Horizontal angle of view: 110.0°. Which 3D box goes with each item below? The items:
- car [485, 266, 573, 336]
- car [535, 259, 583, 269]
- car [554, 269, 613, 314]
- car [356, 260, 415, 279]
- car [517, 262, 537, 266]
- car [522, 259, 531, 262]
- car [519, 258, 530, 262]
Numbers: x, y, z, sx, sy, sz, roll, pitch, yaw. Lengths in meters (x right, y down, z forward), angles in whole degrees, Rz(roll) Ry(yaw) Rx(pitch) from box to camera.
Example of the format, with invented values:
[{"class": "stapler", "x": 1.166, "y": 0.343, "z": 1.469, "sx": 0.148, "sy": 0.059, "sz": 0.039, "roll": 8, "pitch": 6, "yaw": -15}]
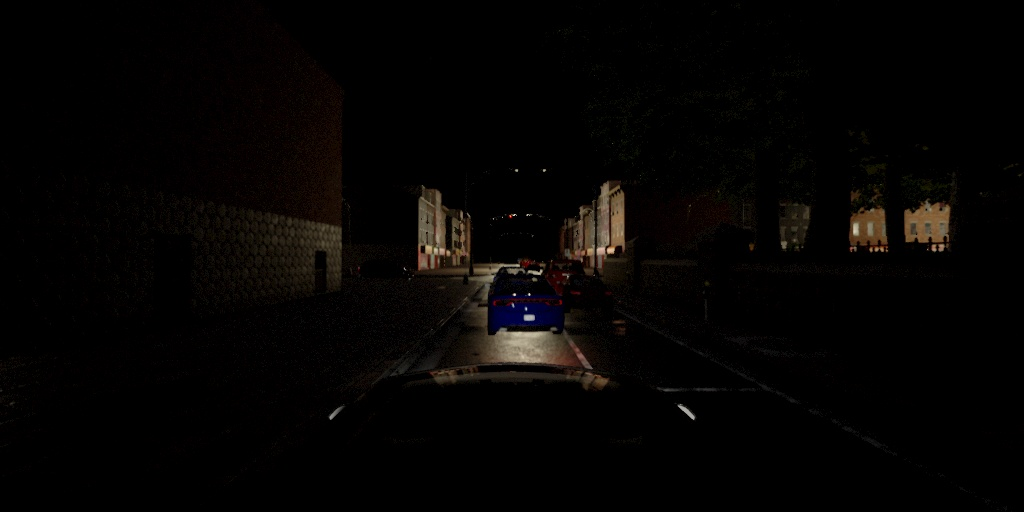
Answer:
[{"class": "car", "x": 0.223, "y": 1.233, "z": 10.506, "sx": 1.882, "sy": 1.535, "sz": 5.008, "roll": 0, "pitch": 0, "yaw": -4}, {"class": "car", "x": 2.623, "y": 1.080, "z": 19.067, "sx": 2.192, "sy": 1.841, "sz": 5.009, "roll": 0, "pitch": 0, "yaw": 0}, {"class": "car", "x": 2.627, "y": 1.340, "z": 13.618, "sx": 1.802, "sy": 1.307, "sz": 4.207, "roll": 0, "pitch": 0, "yaw": 0}, {"class": "car", "x": -10.703, "y": 1.103, "z": 30.635, "sx": 4.553, "sy": 1.767, "sz": 2.097, "roll": 0, "pitch": -1, "yaw": 0}, {"class": "car", "x": 0.055, "y": 1.241, "z": 18.110, "sx": 1.882, "sy": 1.535, "sz": 5.008, "roll": 0, "pitch": 0, "yaw": 1}, {"class": "car", "x": 2.600, "y": 1.364, "z": 45.497, "sx": 1.888, "sy": 1.381, "sz": 4.507, "roll": 0, "pitch": 0, "yaw": 0}, {"class": "car", "x": 2.585, "y": 1.414, "z": 61.808, "sx": 1.888, "sy": 1.381, "sz": 4.507, "roll": 0, "pitch": 0, "yaw": 0}]
